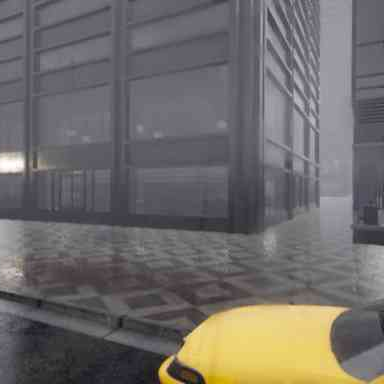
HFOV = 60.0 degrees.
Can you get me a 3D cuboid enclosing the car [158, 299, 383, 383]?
[{"bbox_3d":[2.304,1.456,2.511,5.366,1.575,1.801,0,0,27],"label":"car"}]
